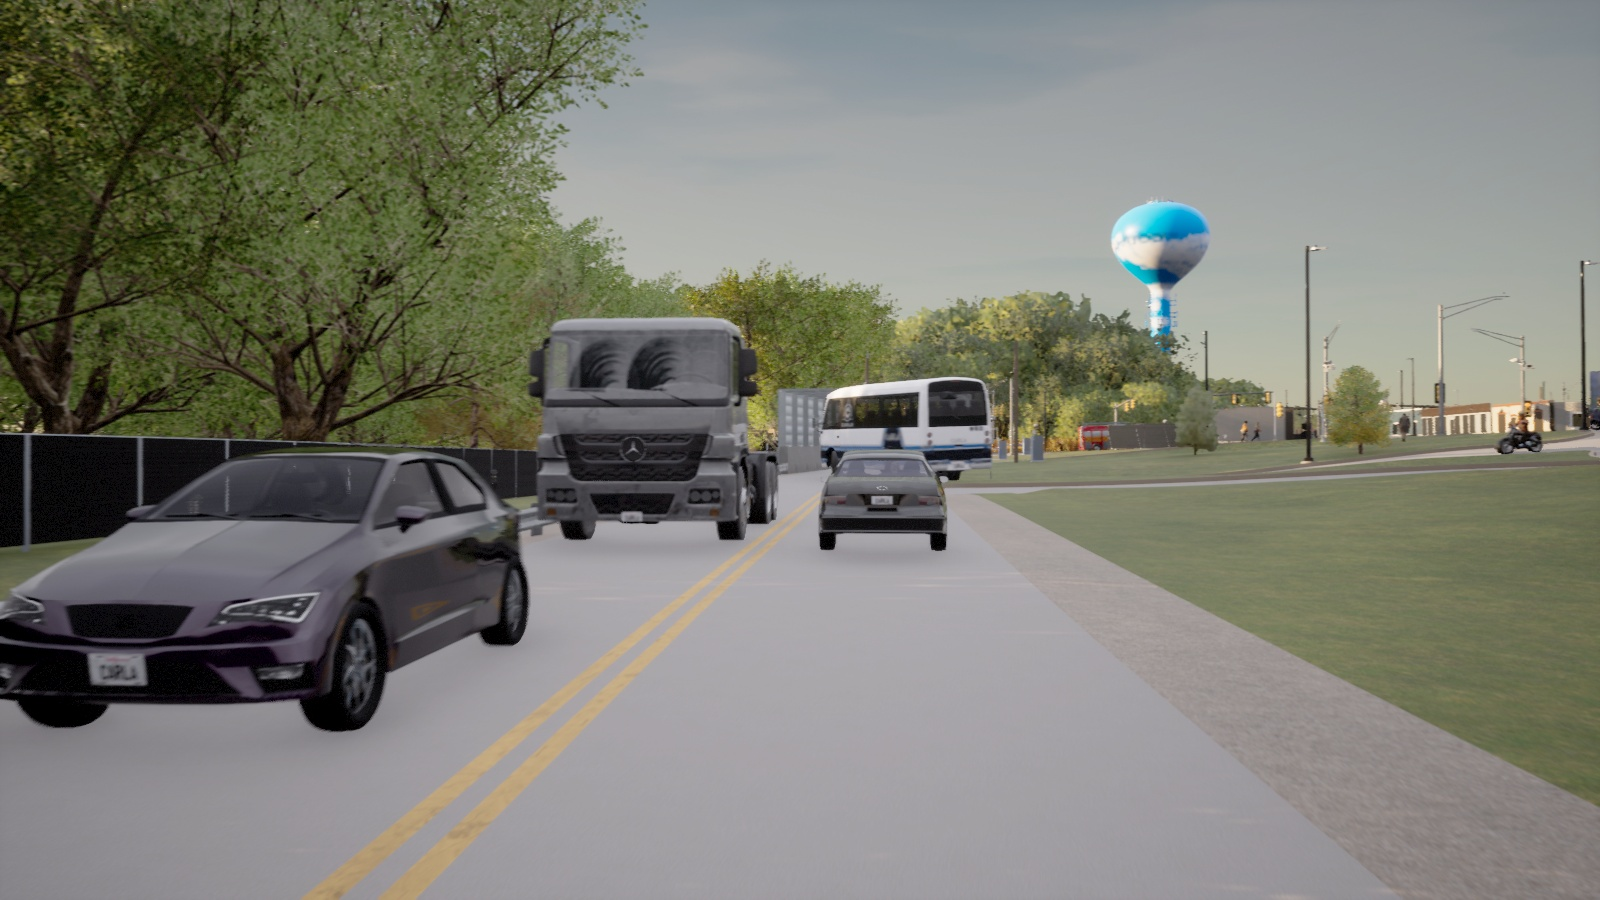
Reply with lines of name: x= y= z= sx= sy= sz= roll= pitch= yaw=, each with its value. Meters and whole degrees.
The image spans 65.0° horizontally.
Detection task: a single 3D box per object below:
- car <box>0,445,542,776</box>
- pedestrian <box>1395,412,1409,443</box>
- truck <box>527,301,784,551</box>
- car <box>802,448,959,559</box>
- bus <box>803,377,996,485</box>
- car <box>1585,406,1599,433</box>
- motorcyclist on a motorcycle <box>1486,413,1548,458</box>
car: x=-3.059 y=0.714 z=7.779 sx=1.816 sy=1.474 sz=4.193 roll=0 pitch=0 yaw=4
pedestrian: x=38.324 y=-1.408 z=79.952 sx=0.659 sy=1.952 sz=0.873 roll=0 pitch=-1 yaw=20
truck: x=-2.081 y=-0.353 z=21.480 sx=2.891 sy=3.462 sz=7.936 roll=0 pitch=0 yaw=4
car: x=1.241 y=0.694 z=19.028 sx=2.033 sy=1.411 sz=5.357 roll=0 pitch=0 yaw=4
bus: x=4.071 y=-0.810 z=55.079 sx=3.944 sy=4.253 sz=10.273 roll=-2 pitch=1 yaw=-24
car: x=47.115 y=-1.771 z=71.727 sx=1.789 sy=1.549 sz=3.705 roll=0 pitch=1 yaw=-11
motorcyclist on a motorcycle: x=28.511 y=-0.589 z=49.925 sx=2.350 sy=1.649 sz=0.766 roll=-3 pitch=0 yaw=-22
